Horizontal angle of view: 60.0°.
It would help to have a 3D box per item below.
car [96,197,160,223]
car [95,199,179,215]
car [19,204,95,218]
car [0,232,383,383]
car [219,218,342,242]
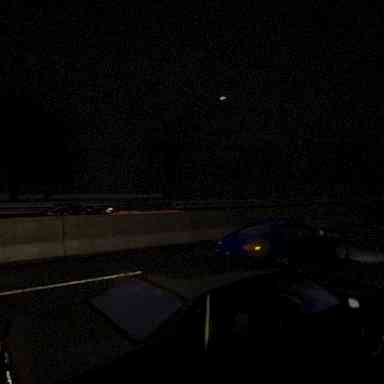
[{"bbox_3d":[-5.000,1.341,26.221,4.553,1.767,2.097,0,0,-35],"label":"car"},{"bbox_3d":[-2.853,1.346,19.155,4.553,1.767,2.097,0,0,-35],"label":"car"},{"bbox_3d":[-7.742,1.502,19.968,4.892,1.490,1.837,0,0,-36],"label":"car"},{"bbox_3d":[0.571,1.546,4.159,5.357,1.411,2.033,0,0,-35],"label":"car"},{"bbox_3d":[2.821,1.520,10.076,4.674,1.442,1.812,0,0,-36],"label":"car"}]
